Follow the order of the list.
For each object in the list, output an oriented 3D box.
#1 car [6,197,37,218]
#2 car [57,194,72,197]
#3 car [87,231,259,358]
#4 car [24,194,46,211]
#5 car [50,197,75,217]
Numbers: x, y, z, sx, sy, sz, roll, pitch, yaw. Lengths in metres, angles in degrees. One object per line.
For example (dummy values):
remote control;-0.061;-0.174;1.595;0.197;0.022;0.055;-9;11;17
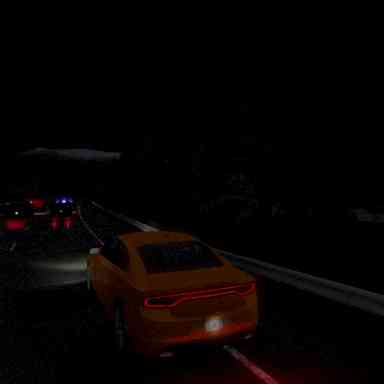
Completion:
car;-15.430;1.505;29.990;1.837;1.490;4.892;0;0;-20
car;-15.795;1.221;41.320;2.150;2.045;5.566;0;0;-19
car;-0.780;1.478;6.321;1.882;1.535;5.008;0;0;-25
car;-18.936;1.221;39.863;2.150;2.045;5.566;0;0;-19
car;-12.283;1.492;31.451;2.128;1.511;4.902;0;0;-19
